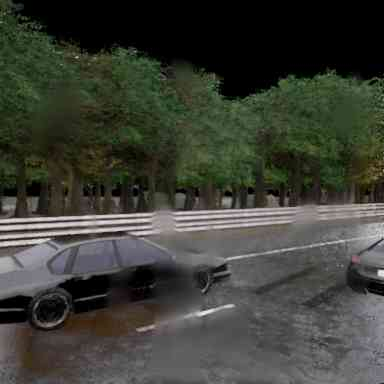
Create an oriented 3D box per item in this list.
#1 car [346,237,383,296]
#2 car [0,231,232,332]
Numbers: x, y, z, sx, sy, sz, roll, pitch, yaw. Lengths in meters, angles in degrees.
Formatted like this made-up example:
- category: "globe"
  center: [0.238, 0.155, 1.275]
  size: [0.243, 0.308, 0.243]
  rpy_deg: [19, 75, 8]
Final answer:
- category: "car"
  center: [5.403, 1.566, 7.599]
  size: [4.181, 1.385, 1.994]
  rpy_deg: [0, 0, -35]
- category: "car"
  center: [-1.691, 1.549, 6.841]
  size: [5.357, 1.411, 2.033]
  rpy_deg: [0, 0, -35]
